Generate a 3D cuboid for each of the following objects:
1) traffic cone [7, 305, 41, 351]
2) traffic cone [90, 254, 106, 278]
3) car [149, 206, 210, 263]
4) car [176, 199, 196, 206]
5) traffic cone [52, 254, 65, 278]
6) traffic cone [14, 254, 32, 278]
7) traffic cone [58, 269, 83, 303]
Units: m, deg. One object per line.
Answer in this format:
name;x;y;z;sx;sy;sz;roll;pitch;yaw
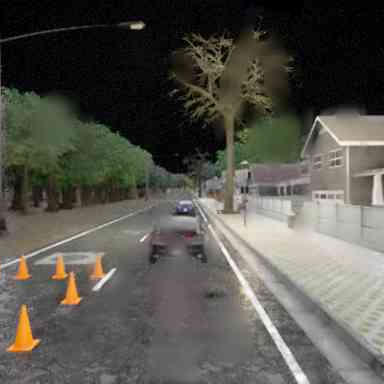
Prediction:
traffic cone;-2.462;1.958;4.876;0.340;0.580;0.340;0;0;-1
traffic cone;-2.501;1.952;8.876;0.340;0.580;0.340;0;0;-1
car;-0.417;1.486;11.889;1.837;1.490;4.892;0;0;-1
car;-0.624;1.471;33.155;1.812;1.442;4.674;0;0;-1
traffic cone;-3.501;1.956;8.866;0.340;0.580;0.340;0;0;-1
traffic cone;-4.501;1.961;8.856;0.340;0.580;0.340;0;0;-1
traffic cone;-2.481;1.955;6.876;0.340;0.580;0.340;0;0;-1
